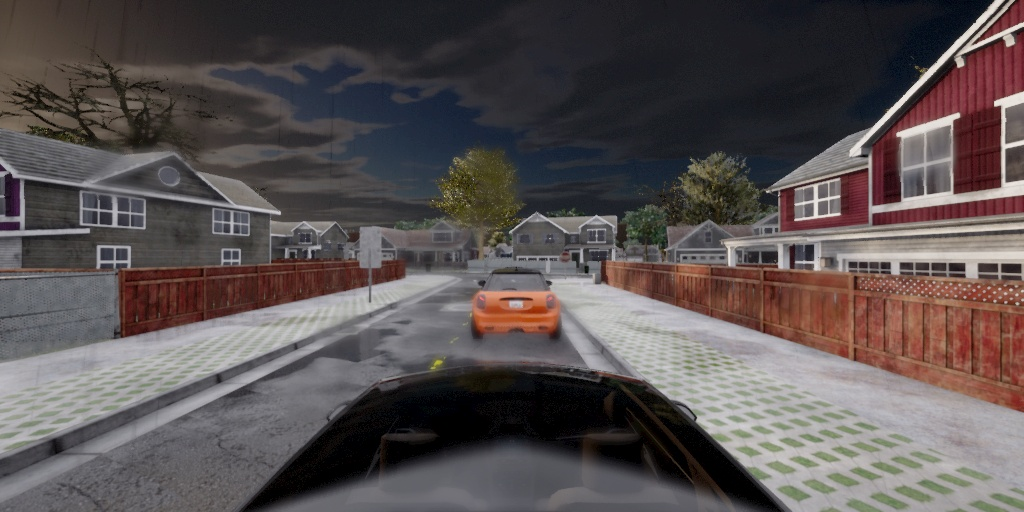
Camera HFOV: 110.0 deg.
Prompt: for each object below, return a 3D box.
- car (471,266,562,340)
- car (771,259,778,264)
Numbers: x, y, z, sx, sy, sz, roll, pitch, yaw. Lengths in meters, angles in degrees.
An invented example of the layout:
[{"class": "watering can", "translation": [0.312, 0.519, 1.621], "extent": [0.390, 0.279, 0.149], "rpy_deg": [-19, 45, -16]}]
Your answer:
[{"class": "car", "translation": [0.103, 1.103, 10.129], "extent": [2.097, 1.767, 4.553], "rpy_deg": [0, 0, 0]}, {"class": "car", "translation": [22.844, 1.112, 29.502], "extent": [5.566, 2.045, 2.150], "rpy_deg": [0, 0, 20]}]
